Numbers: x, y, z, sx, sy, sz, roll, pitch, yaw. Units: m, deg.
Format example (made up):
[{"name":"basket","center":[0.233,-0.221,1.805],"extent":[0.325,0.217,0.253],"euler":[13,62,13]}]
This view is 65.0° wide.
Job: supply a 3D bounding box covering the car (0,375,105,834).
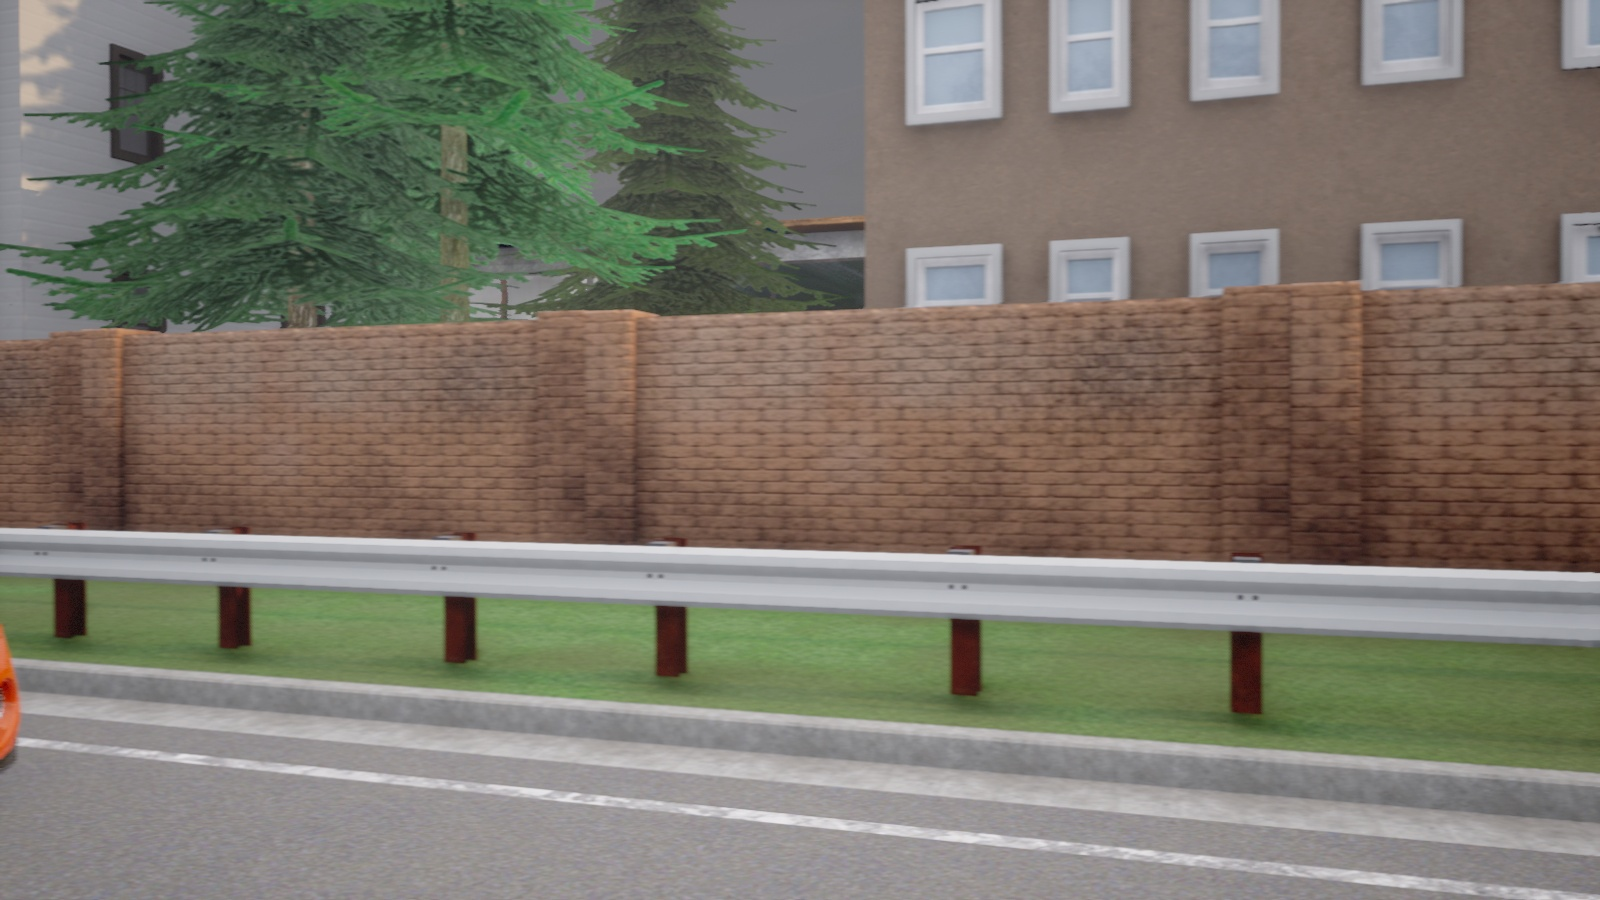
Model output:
[{"name":"car","center":[-5.419,0.584,5.014],"extent":[4.553,1.767,2.097],"euler":[1,1,19]}]
